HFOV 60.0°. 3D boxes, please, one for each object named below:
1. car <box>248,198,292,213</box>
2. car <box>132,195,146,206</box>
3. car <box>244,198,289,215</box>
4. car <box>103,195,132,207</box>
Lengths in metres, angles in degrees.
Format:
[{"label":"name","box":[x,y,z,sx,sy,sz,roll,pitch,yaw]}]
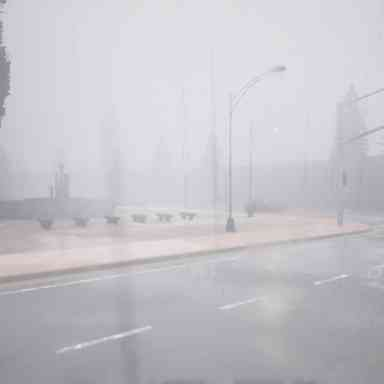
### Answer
[{"label":"car","box":[8.924,1.497,38.471,1.837,1.490,4.892,0,0,-38]},{"label":"car","box":[-9.654,1.345,53.914,4.553,1.767,2.097,0,0,24]},{"label":"car","box":[7.477,1.519,34.612,1.812,1.442,4.674,0,0,-37]},{"label":"car","box":[-12.448,1.543,51.382,5.357,1.411,2.033,0,0,22]}]
